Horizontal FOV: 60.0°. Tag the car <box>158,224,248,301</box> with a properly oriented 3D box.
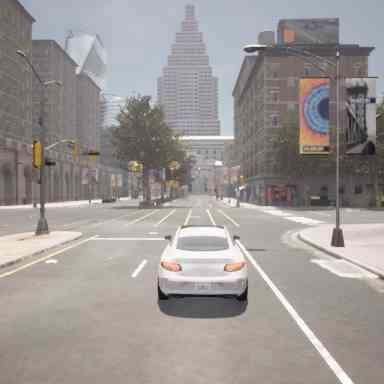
[{"bbox_3d":[0.254,1.526,8.242,1.812,1.442,4.674,0,0,2],"label":"car"}]

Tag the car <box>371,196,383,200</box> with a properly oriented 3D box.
[{"bbox_3d":[35.922,1.481,67.540,2.231,1.521,4.892,0,0,1],"label":"car"}]

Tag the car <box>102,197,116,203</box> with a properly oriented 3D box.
[{"bbox_3d":[-16.791,1.595,67.295,1.895,1.301,4.718,0,0,1],"label":"car"}]
